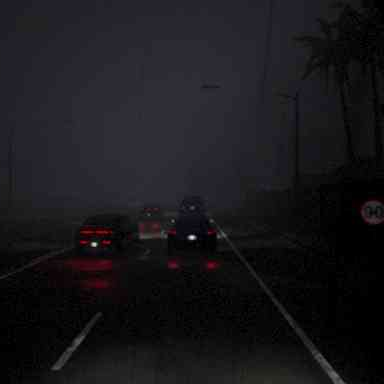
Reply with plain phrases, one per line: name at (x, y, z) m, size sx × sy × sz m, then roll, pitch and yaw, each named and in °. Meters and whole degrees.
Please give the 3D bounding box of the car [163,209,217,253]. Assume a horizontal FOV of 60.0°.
car at (0.014, 1.670, 14.329) m, size 1.994 × 1.385 × 4.181 m, roll 0°, pitch 0°, yaw 0°

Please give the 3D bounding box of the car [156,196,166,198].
car at (-7.234, 1.616, 76.242) m, size 1.994 × 1.385 × 4.181 m, roll 0°, pitch 0°, yaw 19°

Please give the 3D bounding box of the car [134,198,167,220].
car at (-3.472, 1.620, 29.302) m, size 2.128 × 1.511 × 4.902 m, roll 0°, pitch 0°, yaw 0°

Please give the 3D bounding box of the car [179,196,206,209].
car at (0.025, 1.345, 29.013) m, size 2.150 × 2.045 × 5.566 m, roll 0°, pitch 0°, yaw 0°

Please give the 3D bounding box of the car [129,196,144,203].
car at (-12.030, 1.567, 72.376) m, size 1.882 × 1.535 × 5.008 m, roll 0°, pitch 0°, yaw 14°

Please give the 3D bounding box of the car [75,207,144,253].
car at (-3.485, 1.613, 14.305) m, size 1.837 × 1.490 × 4.892 m, roll 0°, pitch 0°, yaw 0°
